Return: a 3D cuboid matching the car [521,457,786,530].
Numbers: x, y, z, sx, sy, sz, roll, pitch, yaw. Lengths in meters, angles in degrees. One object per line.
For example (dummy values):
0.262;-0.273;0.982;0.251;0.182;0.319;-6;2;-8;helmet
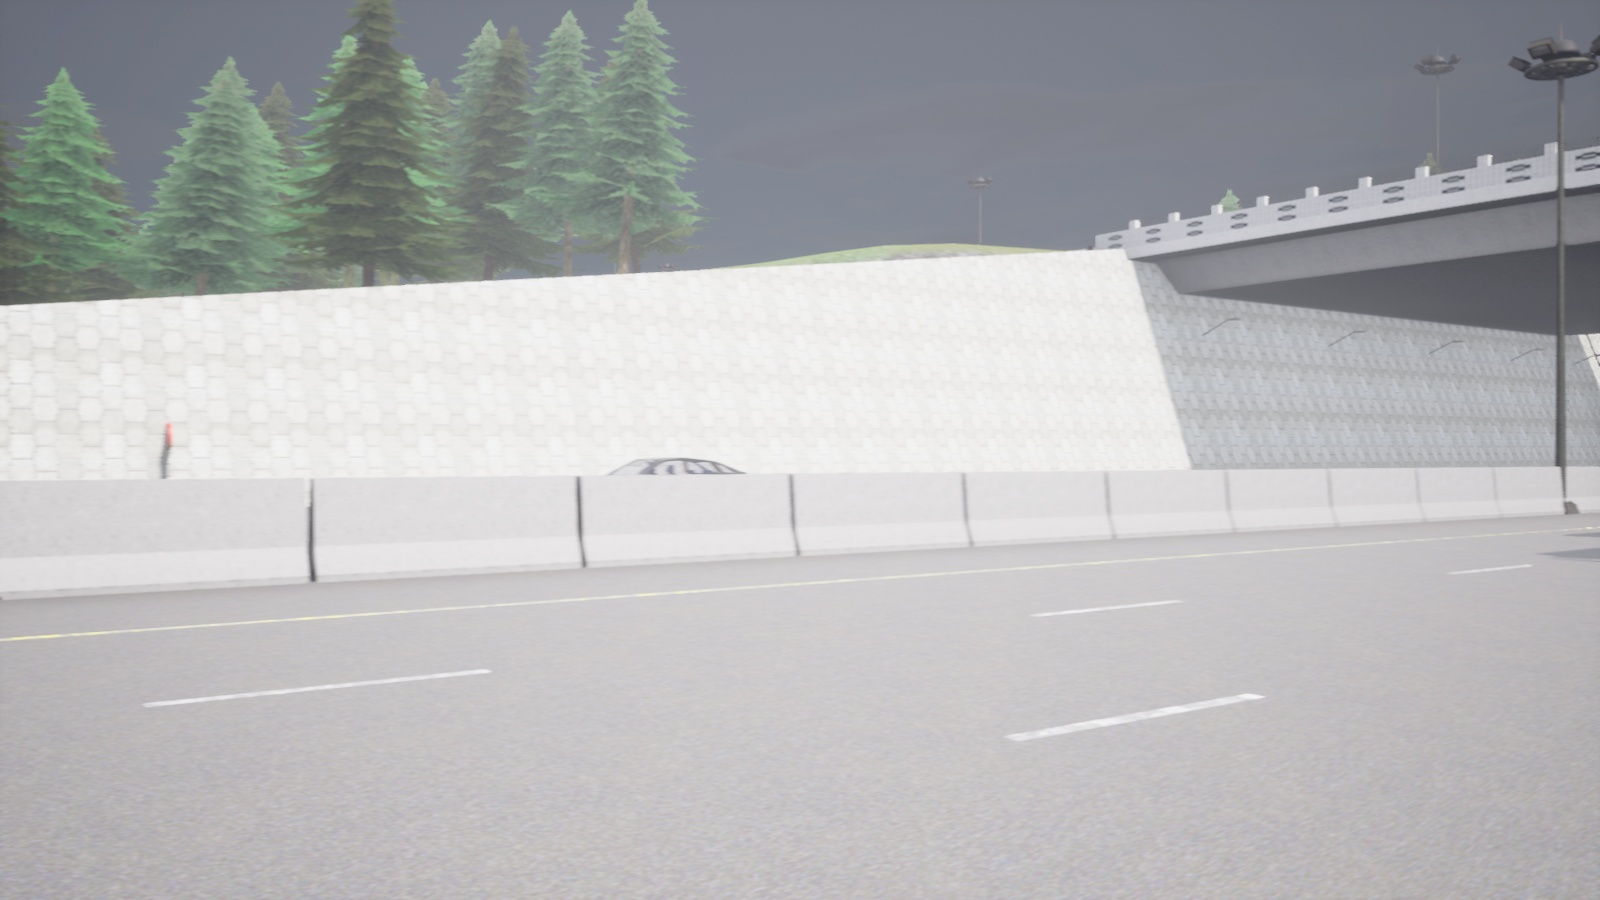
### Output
-3.093;0.866;27.092;5.357;1.411;2.033;0;0;-35;car
